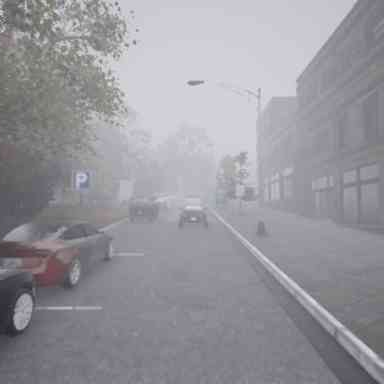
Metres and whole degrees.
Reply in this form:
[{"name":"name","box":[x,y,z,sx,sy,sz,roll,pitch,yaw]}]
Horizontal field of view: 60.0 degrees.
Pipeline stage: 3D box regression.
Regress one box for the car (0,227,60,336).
[{"name":"car","box":[-3.645,1.481,3.694,2.097,1.535,5.008,0,0,2]}]

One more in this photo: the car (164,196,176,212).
[{"name":"car","box":[-3.413,1.414,37.358,2.231,1.521,4.892,0,0,2]}]

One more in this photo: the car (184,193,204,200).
[{"name":"car","box":[0.185,1.104,42.403,2.150,2.045,5.566,0,1,2]}]

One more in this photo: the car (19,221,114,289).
[{"name":"car","box":[-3.649,1.512,9.301,2.163,1.488,4.792,0,0,2]}]

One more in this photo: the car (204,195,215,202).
[{"name":"car","box":[3.393,1.393,70.320,2.231,1.521,4.892,-2,-1,29]}]

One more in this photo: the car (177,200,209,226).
[{"name":"car","box":[0.094,1.514,23.346,1.812,1.442,4.674,0,0,0]}]

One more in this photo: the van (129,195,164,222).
[{"name":"van","box":[-3.633,1.232,26.104,1.878,1.987,4.442,1,1,2]}]

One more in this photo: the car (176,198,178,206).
[{"name":"car","box":[-3.174,1.344,48.769,2.097,1.535,5.008,0,0,2]}]
